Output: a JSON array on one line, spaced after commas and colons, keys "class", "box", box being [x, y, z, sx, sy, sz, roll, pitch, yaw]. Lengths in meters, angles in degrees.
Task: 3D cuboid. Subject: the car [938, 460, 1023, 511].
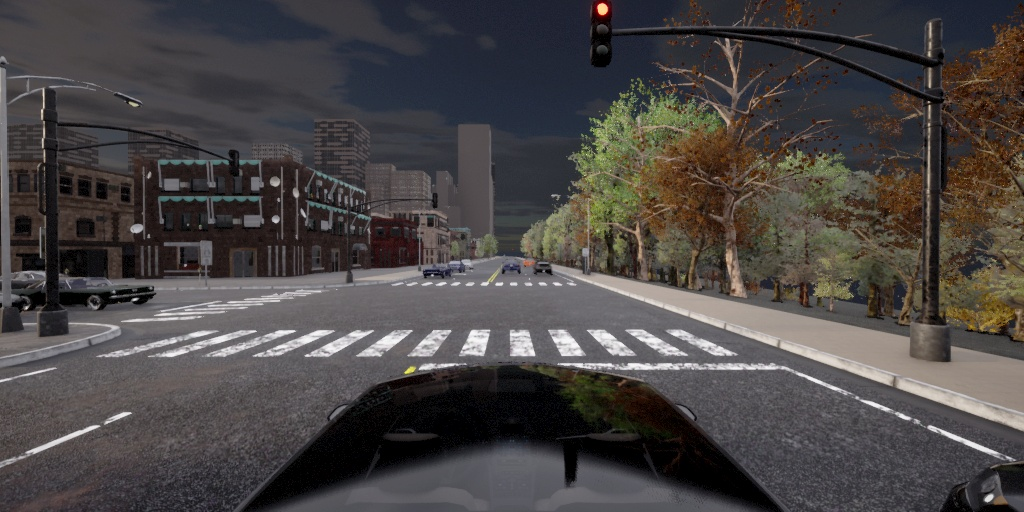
[{"class": "car", "box": [3.363, 1.314, 0.200, 1.994, 1.385, 4.181, 0, 0, -1]}]

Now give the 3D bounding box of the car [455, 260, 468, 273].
[{"class": "car", "box": [-6.771, 1.262, 43.075, 1.812, 1.442, 4.674, 0, 0, 0]}]

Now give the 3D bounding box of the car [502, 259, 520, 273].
[{"class": "car", "box": [-0.084, 1.088, 43.068, 2.097, 1.767, 4.553, 0, 0, 0]}]

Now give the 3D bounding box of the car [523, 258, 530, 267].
[{"class": "car", "box": [3.075, 1.079, 63.204, 2.097, 1.767, 4.553, 0, 0, 0]}]

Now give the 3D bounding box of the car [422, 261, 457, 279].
[{"class": "car", "box": [-6.729, 1.341, 32.904, 1.895, 1.301, 4.718, 0, 0, 2]}]

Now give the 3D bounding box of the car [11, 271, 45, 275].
[{"class": "car", "box": [-28.365, 1.560, 21.004, 4.403, 1.370, 2.007, 0, 0, 0]}]

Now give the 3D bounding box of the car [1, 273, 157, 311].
[{"class": "car", "box": [-18.148, 1.551, 15.203, 4.718, 1.301, 1.895, -1, 1, 1]}]

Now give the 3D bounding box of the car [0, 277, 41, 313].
[{"class": "car", "box": [-19.994, 1.565, 12.529, 4.313, 1.339, 1.948, 0, 0, 0]}]

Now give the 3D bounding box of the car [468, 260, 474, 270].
[{"class": "car", "box": [-6.805, 1.257, 53.345, 1.812, 1.442, 4.674, 0, 0, 0]}]

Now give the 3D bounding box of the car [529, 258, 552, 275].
[{"class": "car", "box": [3.188, 1.243, 38.311, 1.837, 1.490, 4.892, 0, 0, 0]}]
